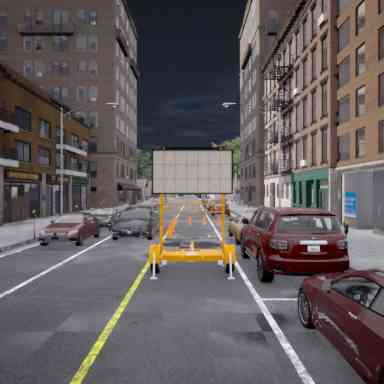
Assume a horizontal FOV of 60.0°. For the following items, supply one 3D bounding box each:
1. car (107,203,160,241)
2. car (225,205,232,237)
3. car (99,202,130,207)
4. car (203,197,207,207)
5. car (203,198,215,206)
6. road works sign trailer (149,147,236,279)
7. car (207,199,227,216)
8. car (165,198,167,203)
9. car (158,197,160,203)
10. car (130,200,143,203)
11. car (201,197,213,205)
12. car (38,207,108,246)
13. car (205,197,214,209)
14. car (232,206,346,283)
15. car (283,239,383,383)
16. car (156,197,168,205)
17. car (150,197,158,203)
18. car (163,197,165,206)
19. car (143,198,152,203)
[{"bbox_3d":[-2.729,1.505,16.909,1.837,1.490,4.892,0,0,0],"label":"car"},{"bbox_3d":[2.651,1.525,15.295,1.752,1.417,4.829,0,0,0],"label":"car"},{"bbox_3d":[-5.364,1.550,20.649,2.008,1.369,4.403,0,0,0],"label":"car"},{"bbox_3d":[2.686,1.530,42.888,1.752,1.417,4.829,0,0,0],"label":"car"},{"bbox_3d":[2.698,1.595,53.754,1.802,1.307,4.206,0,0,0],"label":"car"},{"bbox_3d":[0.011,0.464,9.979,2.380,3.560,2.880,0,0,0],"label":"road works sign trailer"},{"bbox_3d":[2.674,1.582,31.682,1.802,1.307,4.206,0,0,0],"label":"car"},{"bbox_3d":[-5.327,1.453,53.762,1.967,1.590,4.097,0,0,0],"label":"car"},{"bbox_3d":[-5.339,1.445,42.724,1.967,1.590,4.097,0,0,0],"label":"car"},{"bbox_3d":[-5.358,1.544,26.168,1.887,1.381,4.507,0,0,0],"label":"car"},{"bbox_3d":[2.705,1.583,59.273,1.947,1.339,4.313,0,0,0],"label":"car"},{"bbox_3d":[-5.370,1.582,15.130,1.802,1.307,4.206,0,0,0],"label":"car"},{"bbox_3d":[2.680,1.584,37.199,1.802,1.307,4.206,0,0,0],"label":"car"},{"bbox_3d":[2.649,1.315,9.609,2.192,1.841,5.009,0,0,0],"label":"car"},{"bbox_3d":[2.642,1.582,4.090,1.802,1.307,4.206,0,0,0],"label":"car"},{"bbox_3d":[-5.320,1.599,59.281,1.802,1.307,4.206,0,0,0],"label":"car"},{"bbox_3d":[-5.345,1.552,37.205,2.008,1.369,4.403,0,0,0],"label":"car"},{"bbox_3d":[-5.333,1.534,48.073,1.752,1.417,4.829,0,0,0],"label":"car"},{"bbox_3d":[-5.351,1.566,31.687,1.947,1.339,4.313,0,0,0],"label":"car"}]
